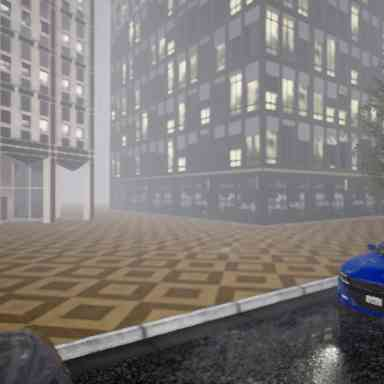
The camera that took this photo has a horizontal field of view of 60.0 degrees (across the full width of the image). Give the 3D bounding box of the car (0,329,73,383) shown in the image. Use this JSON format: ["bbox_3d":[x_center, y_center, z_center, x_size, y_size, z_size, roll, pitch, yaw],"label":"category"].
[{"bbox_3d":[-3.105,1.530,1.167,5.357,1.411,2.033,1,0,-35],"label":"car"}]

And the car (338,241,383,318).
[{"bbox_3d":[5.041,1.545,6.959,5.008,1.535,1.882,1,0,-36],"label":"car"}]
